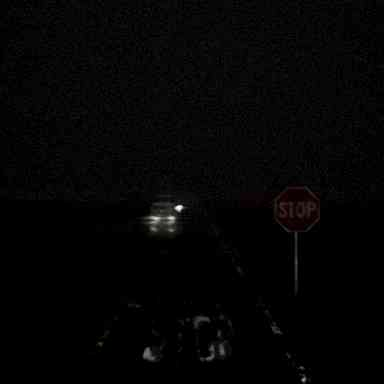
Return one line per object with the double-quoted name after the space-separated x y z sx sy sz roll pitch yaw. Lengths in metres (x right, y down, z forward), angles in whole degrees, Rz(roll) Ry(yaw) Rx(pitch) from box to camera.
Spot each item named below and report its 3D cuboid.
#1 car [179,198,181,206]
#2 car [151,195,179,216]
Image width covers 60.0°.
-2.759 1.608 55.951 1.895 1.301 4.718 0 0 0 "car"
-2.755 1.332 32.917 2.150 2.045 5.566 0 2 0 "car"
